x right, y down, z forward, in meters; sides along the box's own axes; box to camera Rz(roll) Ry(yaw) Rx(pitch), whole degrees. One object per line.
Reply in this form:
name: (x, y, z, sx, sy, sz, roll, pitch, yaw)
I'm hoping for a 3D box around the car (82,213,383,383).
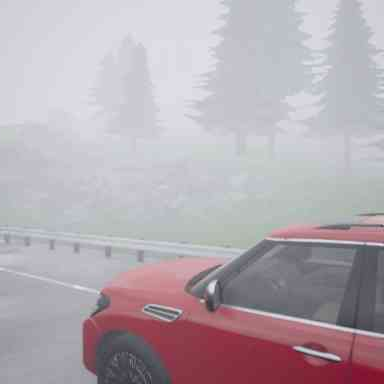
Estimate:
car: (1.462, 1.214, 2.870, 5.566, 2.045, 2.150, 0, 0, 35)
